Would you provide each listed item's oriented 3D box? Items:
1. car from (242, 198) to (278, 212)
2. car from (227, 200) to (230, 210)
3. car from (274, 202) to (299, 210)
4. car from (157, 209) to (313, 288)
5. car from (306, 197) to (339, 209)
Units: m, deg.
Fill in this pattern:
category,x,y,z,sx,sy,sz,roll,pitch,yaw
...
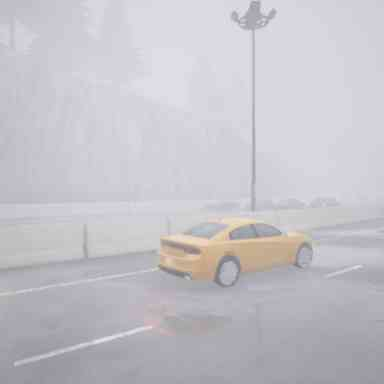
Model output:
category,x,y,z,sx,sy,sz,roll,pitch,yaw
car,8.033,1.474,38.962,1.837,1.490,4.892,0,0,44
car,3.582,1.583,39.405,1.895,1.301,4.718,0,0,45
car,10.725,1.438,36.720,1.882,1.535,5.008,0,0,44
car,1.418,1.472,9.376,5.008,1.535,1.882,0,0,-38
car,13.726,1.304,34.798,2.097,1.767,4.553,0,0,44
